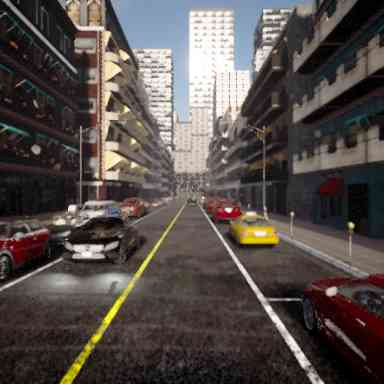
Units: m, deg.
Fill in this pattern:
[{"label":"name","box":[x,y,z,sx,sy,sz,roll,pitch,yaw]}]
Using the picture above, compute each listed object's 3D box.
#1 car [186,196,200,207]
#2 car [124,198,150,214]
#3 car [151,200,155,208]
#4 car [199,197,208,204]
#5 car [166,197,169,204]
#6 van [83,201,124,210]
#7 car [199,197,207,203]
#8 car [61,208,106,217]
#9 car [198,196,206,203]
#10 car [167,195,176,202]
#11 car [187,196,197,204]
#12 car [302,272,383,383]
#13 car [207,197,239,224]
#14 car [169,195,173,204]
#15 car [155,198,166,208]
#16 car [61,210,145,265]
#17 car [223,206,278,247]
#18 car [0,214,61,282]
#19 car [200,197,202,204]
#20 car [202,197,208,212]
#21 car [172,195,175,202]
[{"label":"car","box":[-0.013,1.851,60.584,1.837,1.490,4.892,0,0,0]},{"label":"car","box":[-5.700,1.498,32.019,2.192,1.841,5.009,-1,0,0]},{"label":"car","box":[-5.716,1.765,37.620,2.008,1.369,4.403,-1,0,0]},{"label":"car","box":[2.663,1.967,76.977,1.752,1.417,4.829,-1,0,0]},{"label":"car","box":[-5.713,1.926,60.028,1.802,1.307,4.206,-1,0,0]},{"label":"van","box":[-5.674,1.460,20.815,1.690,1.788,3.998,-1,0,0]},{"label":"car","box":[2.662,2.039,82.409,1.947,1.339,4.313,-1,0,0]},{"label":"car","box":[-5.670,1.638,15.212,2.008,1.369,4.403,-1,0,0]},{"label":"car","box":[2.659,1.946,88.012,1.967,1.590,4.097,-1,0,0]},{"label":"car","box":[-5.724,1.854,93.641,2.192,1.841,5.009,-1,0,0]},{"label":"car","box":[-0.015,1.661,70.596,2.097,1.767,4.553,0,0,0]},{"label":"car","box":[2.680,1.605,3.981,1.802,1.307,4.206,-1,0,0]},{"label":"car","box":[2.671,1.466,26.391,2.192,1.841,5.009,-1,0,0]},{"label":"car","box":[-5.716,1.959,71.232,2.008,1.369,4.403,-1,0,0]},{"label":"car","box":[-5.712,1.893,54.426,1.802,1.307,4.206,-1,0,0]},{"label":"car","box":[-3.070,1.595,12.114,1.812,1.442,4.674,0,0,0]},{"label":"car","box":[2.676,1.613,15.356,1.752,1.417,4.829,-1,0,0]},{"label":"car","box":[-5.671,1.495,9.611,1.967,1.590,4.097,-1,0,0]},{"label":"car","box":[2.666,1.594,48.799,2.192,1.841,5.009,-1,0,0]},{"label":"car","box":[2.668,1.530,37.595,2.192,1.841,5.009,-1,0,0]},{"label":"car","box":[-5.718,2.024,82.436,2.008,1.369,4.403,-1,0,0]}]
